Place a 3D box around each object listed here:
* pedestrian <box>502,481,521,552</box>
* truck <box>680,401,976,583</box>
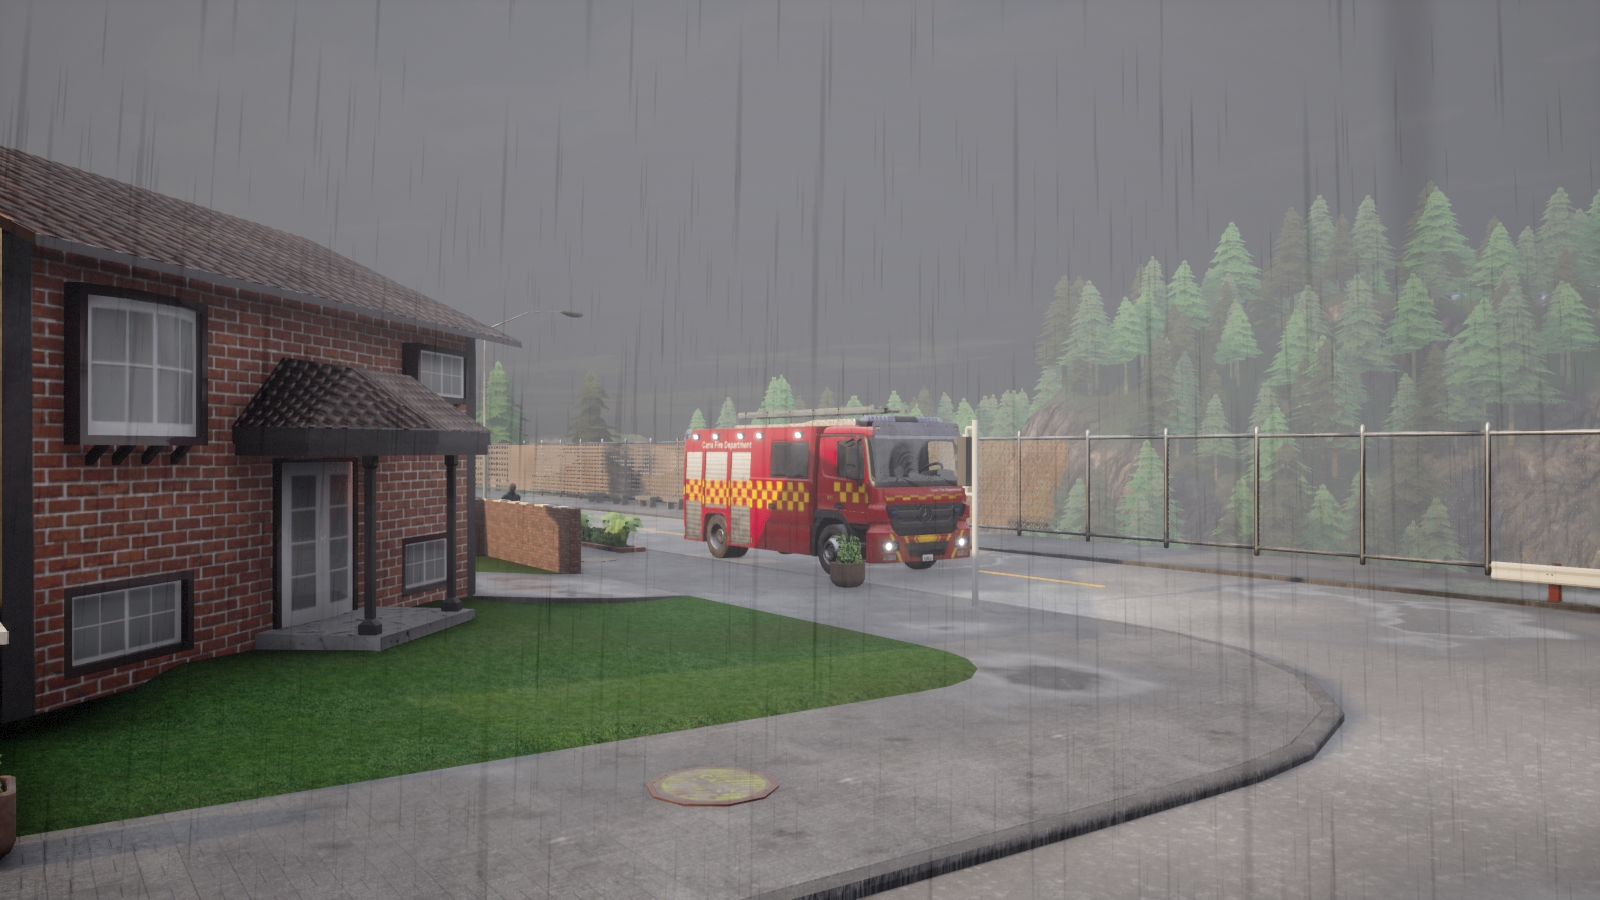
[{"bbox_3d":[-7.624,1.745,30.196,0.375,1.860,0.375,0,0,-38],"label":"pedestrian"},{"bbox_3d":[0.353,0.890,28.322,2.891,3.827,8.468,0,0,-35],"label":"truck"}]
